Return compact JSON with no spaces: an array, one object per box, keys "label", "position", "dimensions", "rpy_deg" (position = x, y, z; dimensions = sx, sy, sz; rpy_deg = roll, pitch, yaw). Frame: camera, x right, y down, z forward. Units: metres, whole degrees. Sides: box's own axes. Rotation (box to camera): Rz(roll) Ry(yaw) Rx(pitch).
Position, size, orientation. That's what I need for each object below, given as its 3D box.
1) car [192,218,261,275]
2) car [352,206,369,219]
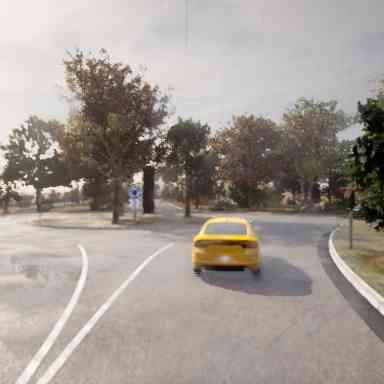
[{"label":"car","position":[1.196,1.583,10.951],"dimensions":[1.882,1.535,5.008],"rpy_deg":[0,-1,8]},{"label":"car","position":[17.736,1.756,31.586],"dimensions":[4.553,1.767,2.097],"rpy_deg":[0,0,-7]}]
